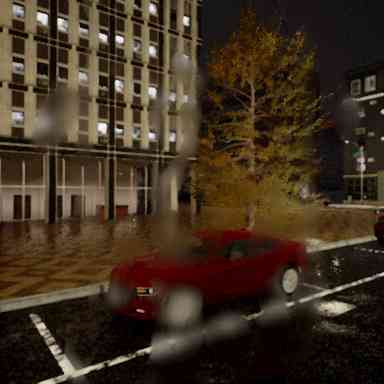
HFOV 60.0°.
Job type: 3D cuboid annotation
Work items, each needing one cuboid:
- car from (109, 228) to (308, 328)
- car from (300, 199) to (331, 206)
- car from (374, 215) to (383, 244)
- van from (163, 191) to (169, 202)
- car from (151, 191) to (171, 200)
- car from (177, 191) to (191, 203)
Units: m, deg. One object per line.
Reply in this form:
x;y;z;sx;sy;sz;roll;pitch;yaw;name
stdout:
0.540;1.492;6.930;4.507;1.381;1.887;-1;2;-35;car
15.882;1.115;43.173;1.947;1.339;4.313;1;0;-36;car
9.359;1.132;13.309;5.009;1.841;2.192;-1;2;-35;car
-4.051;0.776;56.596;1.690;1.788;3.998;1;0;-36;van
-7.084;0.766;75.208;2.192;1.841;5.009;1;0;-36;car
-0.770;0.764;52.019;2.192;1.841;5.009;1;0;-36;car
